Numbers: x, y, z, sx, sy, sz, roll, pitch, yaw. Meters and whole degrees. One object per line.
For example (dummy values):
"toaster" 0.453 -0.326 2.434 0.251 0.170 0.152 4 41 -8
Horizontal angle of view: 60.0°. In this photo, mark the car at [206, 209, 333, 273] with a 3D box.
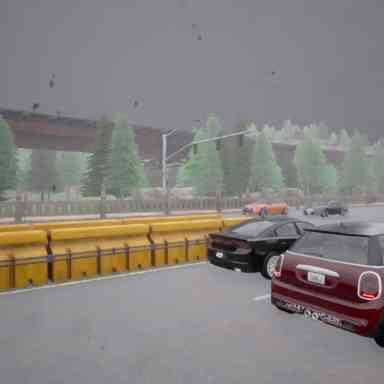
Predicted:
"car" 2.738 1.478 10.027 5.008 1.535 1.882 0 0 -35

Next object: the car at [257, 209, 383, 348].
"car" 3.660 1.352 6.395 4.553 1.767 2.097 0 0 -35

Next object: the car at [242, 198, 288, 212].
"car" 6.676 1.352 30.243 4.553 1.767 2.097 0 0 -35

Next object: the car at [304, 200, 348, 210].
"car" 11.956 1.491 29.710 4.902 1.511 2.128 0 0 -35
